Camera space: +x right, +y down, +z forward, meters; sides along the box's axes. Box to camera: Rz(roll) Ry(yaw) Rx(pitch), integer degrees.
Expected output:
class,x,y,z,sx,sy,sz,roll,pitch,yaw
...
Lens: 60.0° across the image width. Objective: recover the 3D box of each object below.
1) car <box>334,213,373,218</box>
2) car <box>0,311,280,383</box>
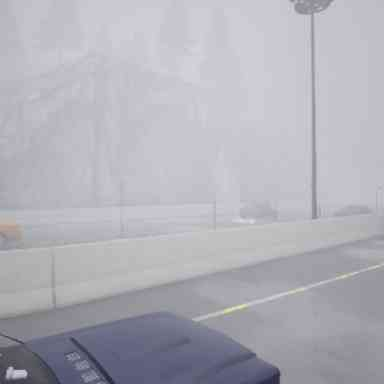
class,x,y,z,sx,sy,sz,roll,pitch,yaw
car,14.774,1.831,30.119,5.357,1.411,2.033,0,-1,-45
car,-1.515,1.641,2.145,4.718,1.301,1.895,0,-1,-36
